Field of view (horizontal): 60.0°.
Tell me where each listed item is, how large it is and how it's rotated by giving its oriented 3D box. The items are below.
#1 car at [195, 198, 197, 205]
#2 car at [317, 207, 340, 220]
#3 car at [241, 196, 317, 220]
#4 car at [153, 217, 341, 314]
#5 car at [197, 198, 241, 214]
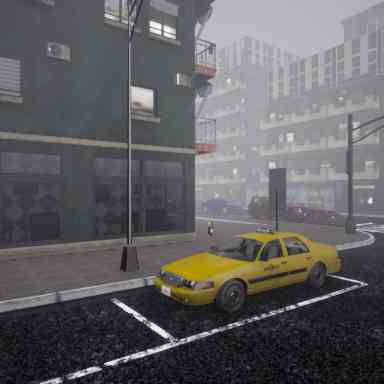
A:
[{"bbox_3d":[-0.024,1.465,48.674,1.802,1.307,4.206,0,0,-36],"label":"car"},{"bbox_3d":[9.071,1.552,26.256,1.895,1.301,4.718,0,0,-37],"label":"car"},{"bbox_3d":[6.477,1.264,25.404,2.192,1.841,5.009,0,0,-36],"label":"car"},{"bbox_3d":[1.475,1.525,7.612,4.829,1.417,1.752,0,0,-35],"label":"car"},{"bbox_3d":[3.050,1.397,34.550,1.882,1.535,5.008,0,0,-36],"label":"car"}]
